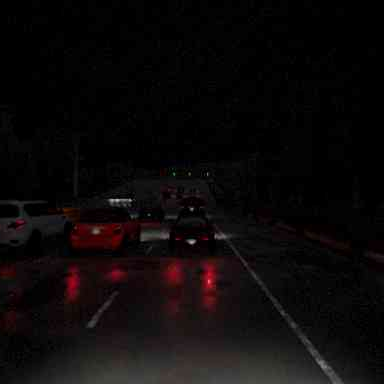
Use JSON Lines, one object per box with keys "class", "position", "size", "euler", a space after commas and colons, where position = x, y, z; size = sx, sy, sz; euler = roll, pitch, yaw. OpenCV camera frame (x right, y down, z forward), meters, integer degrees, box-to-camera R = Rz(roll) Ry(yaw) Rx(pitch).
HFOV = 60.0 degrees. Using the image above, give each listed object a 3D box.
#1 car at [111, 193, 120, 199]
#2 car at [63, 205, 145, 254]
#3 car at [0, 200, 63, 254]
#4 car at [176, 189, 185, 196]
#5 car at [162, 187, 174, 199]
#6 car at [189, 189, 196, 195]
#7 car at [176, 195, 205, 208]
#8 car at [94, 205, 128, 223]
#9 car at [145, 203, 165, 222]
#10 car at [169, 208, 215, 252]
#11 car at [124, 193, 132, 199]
{"class": "car", "position": [-20.959, 1.136, 91.359], "size": [1.812, 1.442, 4.674], "euler": [0, 5, 0]}
{"class": "car", "position": [-3.503, 1.484, 14.254], "size": [2.097, 1.767, 4.553], "euler": [0, -1, 0]}
{"class": "car", "position": [-7.004, 1.350, 14.192], "size": [2.150, 2.045, 5.566], "euler": [0, 0, 0]}
{"class": "car", "position": [-3.453, 0.961, 92.388], "size": [1.882, 1.535, 5.008], "euler": [0, 6, 0]}
{"class": "car", "position": [-6.953, 0.706, 92.408], "size": [2.150, 2.045, 5.566], "euler": [0, 6, 0]}
{"class": "car", "position": [0.046, 0.960, 92.370], "size": [1.882, 1.535, 5.008], "euler": [0, 6, 0]}
{"class": "car", "position": [-0.009, 1.490, 29.203], "size": [2.150, 2.045, 5.566], "euler": [0, 0, 0]}
{"class": "car", "position": [-7.008, 1.875, 29.276], "size": [1.895, 1.301, 4.718], "euler": [0, 0, 0]}
{"class": "car", "position": [-3.505, 1.755, 29.647], "size": [1.882, 1.535, 5.008], "euler": [0, 0, 0]}
{"class": "car", "position": [0.000, 1.662, 14.553], "size": [1.812, 1.442, 4.674], "euler": [0, 0, 0]}
{"class": "car", "position": [-17.459, 1.111, 91.339], "size": [1.837, 1.490, 4.892], "euler": [0, 5, 0]}
